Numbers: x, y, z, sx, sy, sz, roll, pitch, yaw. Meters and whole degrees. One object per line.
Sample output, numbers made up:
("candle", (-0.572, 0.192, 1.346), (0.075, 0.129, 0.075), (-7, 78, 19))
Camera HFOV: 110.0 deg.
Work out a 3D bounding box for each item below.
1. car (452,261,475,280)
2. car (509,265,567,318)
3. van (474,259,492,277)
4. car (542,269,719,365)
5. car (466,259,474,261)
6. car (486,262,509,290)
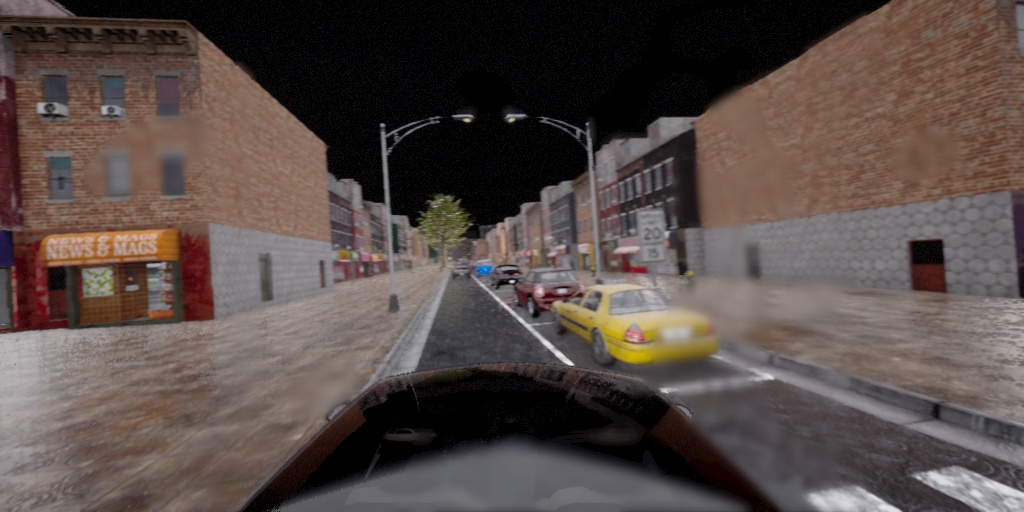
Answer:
("car", (-5.381, 1.651, 38.240), (2.128, 1.511, 4.902), (-4, 0, -8))
("car", (1.287, 1.124, 12.899), (1.967, 1.591, 4.097), (0, 0, -9))
("van", (-3.035, 1.348, 40.267), (1.690, 1.789, 3.998), (0, 0, -9))
("car", (2.124, 1.141, 7.594), (1.751, 1.417, 4.829), (0, 0, -9))
("car", (-6.497, 1.646, 62.163), (1.967, 1.591, 4.097), (0, 0, -9))
("car", (-0.389, 1.322, 23.928), (1.837, 1.490, 4.892), (-4, 0, -9))
